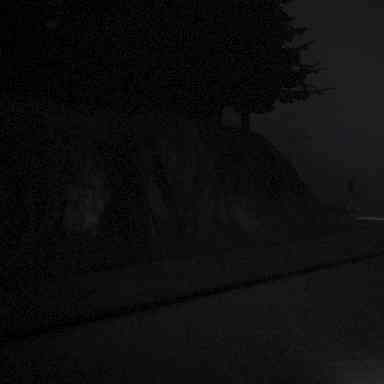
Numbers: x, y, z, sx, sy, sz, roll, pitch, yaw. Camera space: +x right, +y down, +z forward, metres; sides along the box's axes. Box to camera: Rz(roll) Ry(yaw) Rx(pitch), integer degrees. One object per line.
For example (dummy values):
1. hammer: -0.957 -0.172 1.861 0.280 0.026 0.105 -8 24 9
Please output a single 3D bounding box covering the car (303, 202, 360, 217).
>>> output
1. car: 12.894 1.601 30.894 1.895 1.301 4.718 0 0 -35
